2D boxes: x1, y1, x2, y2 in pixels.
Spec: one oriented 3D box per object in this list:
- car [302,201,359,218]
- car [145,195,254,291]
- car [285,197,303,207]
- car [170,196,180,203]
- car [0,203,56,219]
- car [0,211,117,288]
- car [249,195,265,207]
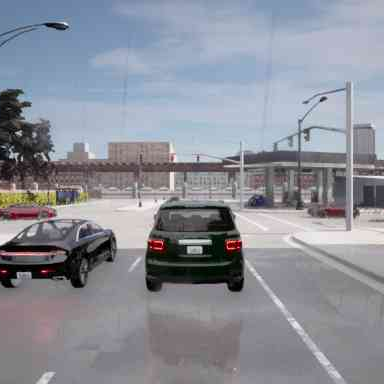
[{"bbox_3d":[12.354,1.564,29.210,4.181,1.385,1.994,0,0,-1],"label":"car"},{"bbox_3d":[0.073,1.221,9.153,2.150,2.045,5.566,0,0,0],"label":"car"},{"bbox_3d":[15.393,1.455,50.107,1.970,1.475,3.806,0,0,0],"label":"car"},{"bbox_3d":[-3.485,1.504,69.428,1.837,1.490,4.892,0,0,0],"label":"car"},{"bbox_3d":[-13.293,1.564,27.148,4.181,1.385,1.994,0,0,-13],"label":"car"},{"bbox_3d":[-3.431,1.491,9.238,2.128,1.511,4.902,0,0,0],"label":"car"},{"bbox_3d":[9.649,1.295,49.338,2.242,1.667,4.611,0,0,0],"label":"car"}]
